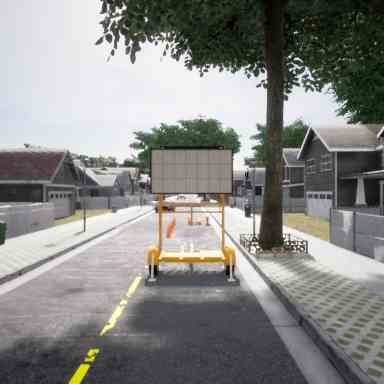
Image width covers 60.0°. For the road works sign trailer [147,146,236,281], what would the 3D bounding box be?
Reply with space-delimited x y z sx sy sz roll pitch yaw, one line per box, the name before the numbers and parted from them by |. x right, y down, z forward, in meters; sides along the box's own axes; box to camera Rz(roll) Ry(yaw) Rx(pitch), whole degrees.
road works sign trailer | -0.007 0.462 9.785 2.380 3.560 2.880 0 0 0

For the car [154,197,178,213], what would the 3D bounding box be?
car | -2.898 1.530 36.076 1.994 1.385 4.181 0 0 0

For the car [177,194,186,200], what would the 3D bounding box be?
car | -2.869 1.112 89.696 2.150 2.045 5.566 0 0 0
